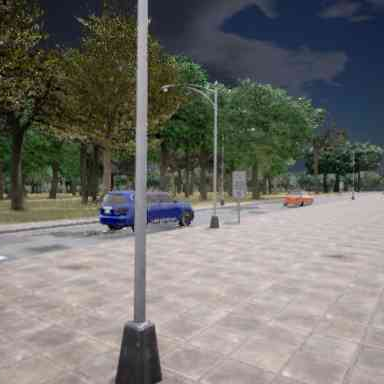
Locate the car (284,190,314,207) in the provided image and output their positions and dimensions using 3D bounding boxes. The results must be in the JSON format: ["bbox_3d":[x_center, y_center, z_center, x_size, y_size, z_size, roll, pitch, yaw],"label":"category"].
[{"bbox_3d":[11.985,0.641,37.056,2.097,1.767,4.553,1,2,35],"label":"car"}]

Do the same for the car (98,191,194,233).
[{"bbox_3d":[-2.238,0.940,17.566,2.150,2.045,5.566,1,2,39],"label":"car"}]
